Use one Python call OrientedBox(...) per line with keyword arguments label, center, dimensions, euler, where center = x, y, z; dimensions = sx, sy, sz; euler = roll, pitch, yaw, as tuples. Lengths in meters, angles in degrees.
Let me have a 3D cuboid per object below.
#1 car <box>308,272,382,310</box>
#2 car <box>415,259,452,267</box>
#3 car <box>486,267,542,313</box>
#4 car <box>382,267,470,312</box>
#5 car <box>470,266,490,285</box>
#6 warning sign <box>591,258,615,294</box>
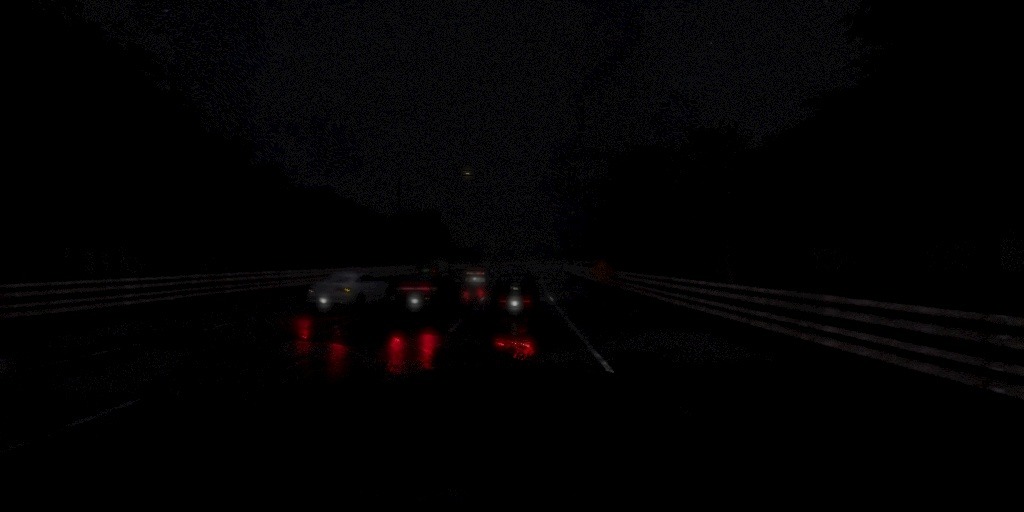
OrientedBox(label="car", center=(-6.800, 1.425, 15.445), dimensions=(1.812, 1.442, 4.674), euler=(0, 0, 2))
OrientedBox(label="car", center=(-6.246, 1.294, 29.070), dimensions=(2.150, 2.045, 5.566), euler=(0, 0, 4))
OrientedBox(label="car", center=(0.184, 1.401, 14.876), dimensions=(1.837, 1.490, 4.892), euler=(0, 0, 2))
OrientedBox(label="car", center=(-3.316, 1.387, 14.968), dimensions=(2.128, 1.511, 4.902), euler=(0, -1, 2))
OrientedBox(label="car", center=(-2.682, 1.572, 29.793), dimensions=(2.128, 1.511, 4.902), euler=(0, -1, 4))
OrientedBox(label="warning sign", center=(4.838, 1.059, 19.116), dimensions=(1.300, 1.860, 1.060), euler=(0, 0, 2))
